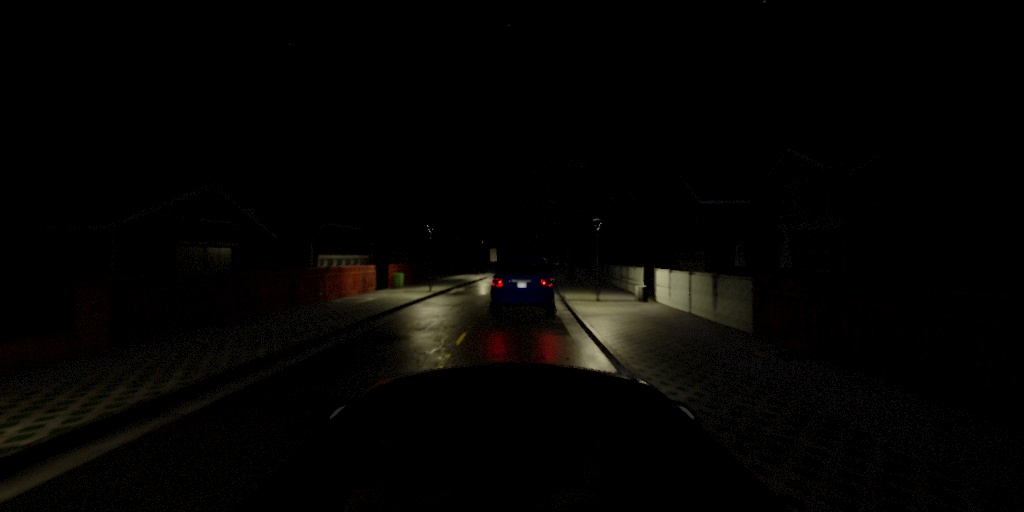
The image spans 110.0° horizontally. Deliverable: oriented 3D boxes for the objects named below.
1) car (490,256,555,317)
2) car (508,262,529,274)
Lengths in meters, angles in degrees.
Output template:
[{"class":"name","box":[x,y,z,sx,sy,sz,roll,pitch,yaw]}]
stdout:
[{"class":"car","box":[0.456,1.040,13.814,2.150,2.045,5.566,0,-1,3]},{"class":"car","box":[0.874,1.509,45.780,2.033,1.411,5.357,0,0,8]}]
